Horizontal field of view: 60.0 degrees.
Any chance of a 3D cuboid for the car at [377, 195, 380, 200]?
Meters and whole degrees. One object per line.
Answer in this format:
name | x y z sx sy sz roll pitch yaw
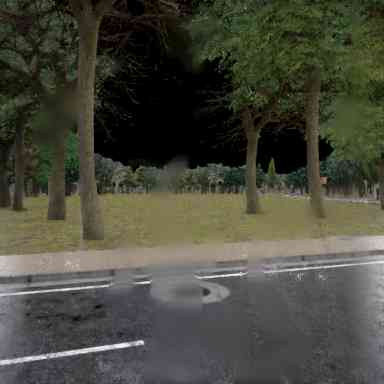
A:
car | 45.454 1.253 79.941 1.994 1.385 4.181 0 0 5
